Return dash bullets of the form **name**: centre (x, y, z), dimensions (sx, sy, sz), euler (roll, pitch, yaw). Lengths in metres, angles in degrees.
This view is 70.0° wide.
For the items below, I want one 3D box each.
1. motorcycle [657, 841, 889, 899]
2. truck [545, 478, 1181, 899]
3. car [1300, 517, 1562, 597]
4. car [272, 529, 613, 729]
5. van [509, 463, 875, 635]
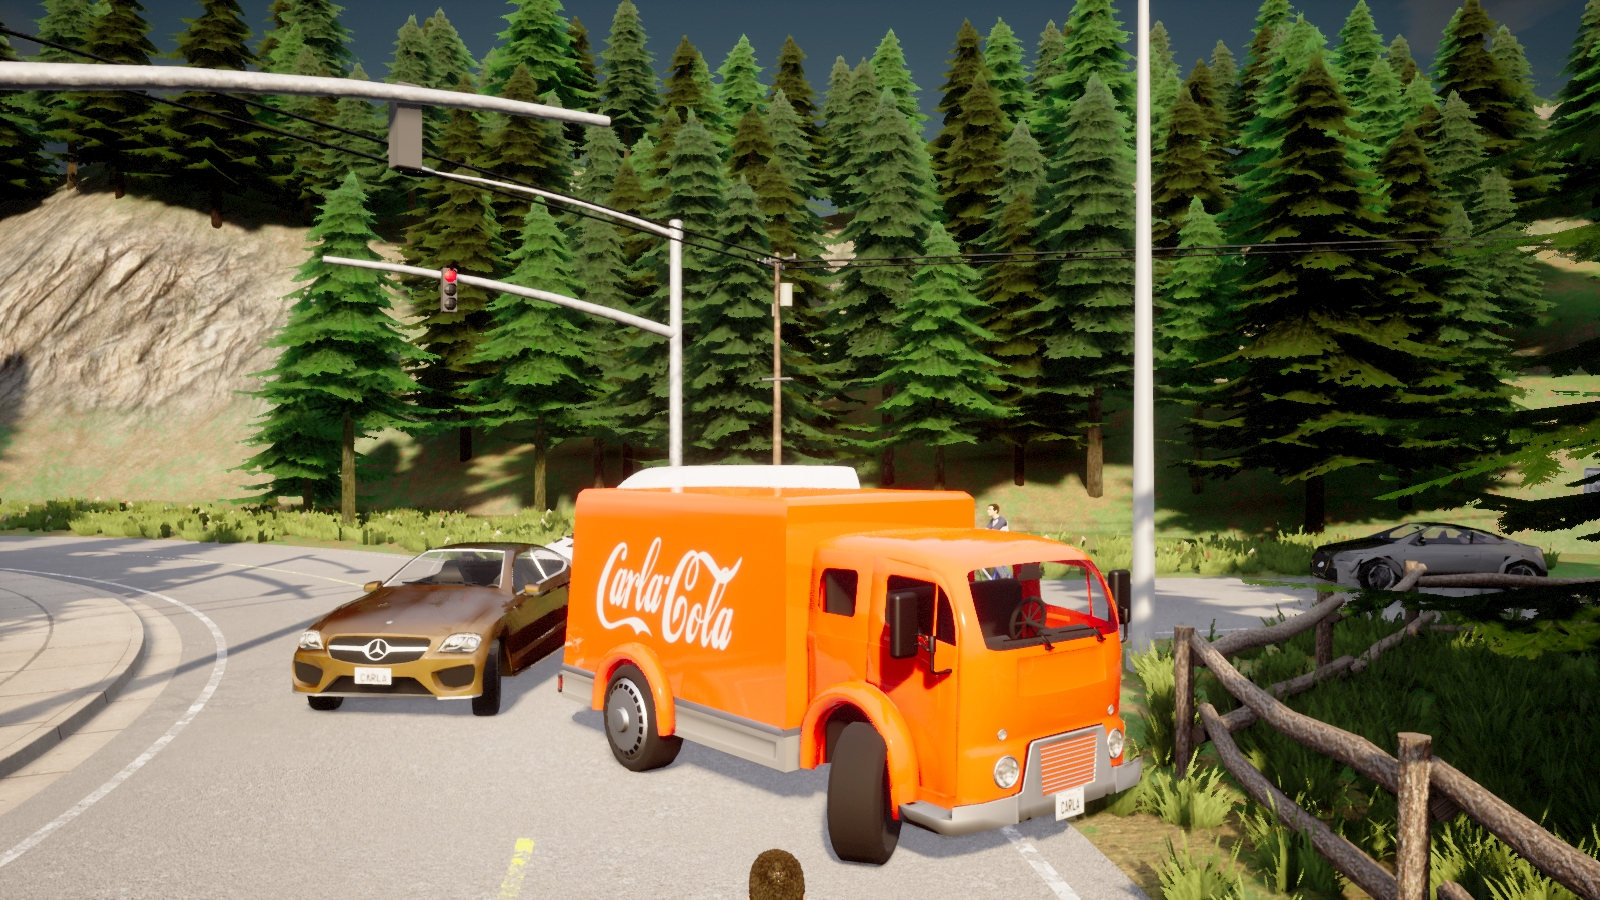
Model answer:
- **motorcycle**: centre (-0.074, 2.159, 3.526), dimensions (0.803, 1.199, 2.033), euler (0, 0, -2)
- **truck**: centre (0.202, 1.542, 9.769), dimensions (2.627, 2.467, 5.204), euler (0, 0, -39)
- **car**: centre (12.589, 2.119, 23.051), dimensions (4.181, 1.385, 1.994), euler (0, 0, 6)
- **car**: centre (-4.038, 1.970, 14.038), dimensions (2.152, 1.651, 5.027), euler (0, 0, 6)
- **van**: centre (-1.776, 1.528, 19.549), dimensions (5.915, 2.561, 1.988), euler (0, 0, -27)
